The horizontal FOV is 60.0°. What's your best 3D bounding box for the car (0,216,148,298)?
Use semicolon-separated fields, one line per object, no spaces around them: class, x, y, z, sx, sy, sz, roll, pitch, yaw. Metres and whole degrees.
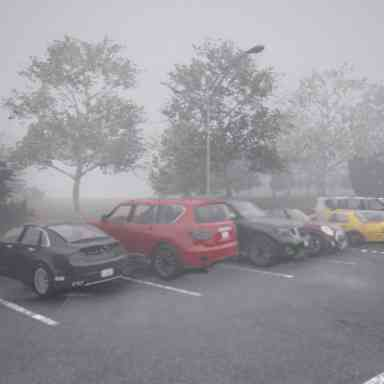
car;-3.738;1.475;8.531;4.892;1.521;2.231;-1;-1;37

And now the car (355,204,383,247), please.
car;6.104;1.497;15.075;5.366;1.575;1.946;-1;0;38

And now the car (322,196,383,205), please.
car;8.800;1.238;16.543;5.566;2.045;2.435;-1;-1;38

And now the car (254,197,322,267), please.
car;1.274;1.238;11.761;5.566;2.045;2.435;-1;-1;37

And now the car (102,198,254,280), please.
car;-1.275;1.230;10.175;5.566;2.045;2.435;-1;-1;37

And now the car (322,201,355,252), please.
car;3.725;1.372;13.396;4.553;1.767;2.185;-1;-1;37
